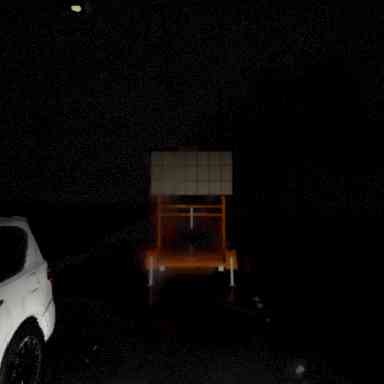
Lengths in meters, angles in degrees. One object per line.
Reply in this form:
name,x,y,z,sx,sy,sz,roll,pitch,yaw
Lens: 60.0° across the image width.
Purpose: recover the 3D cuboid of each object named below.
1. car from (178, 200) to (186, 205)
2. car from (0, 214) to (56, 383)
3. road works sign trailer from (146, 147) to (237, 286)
car,-2.654,2.738,87.687,2.033,1.411,5.357,0,-2,0
car,-2.749,1.235,1.883,2.150,2.045,5.566,0,0,0
road works sign trailer,-0.009,0.529,9.568,2.380,3.560,2.880,0,0,0
